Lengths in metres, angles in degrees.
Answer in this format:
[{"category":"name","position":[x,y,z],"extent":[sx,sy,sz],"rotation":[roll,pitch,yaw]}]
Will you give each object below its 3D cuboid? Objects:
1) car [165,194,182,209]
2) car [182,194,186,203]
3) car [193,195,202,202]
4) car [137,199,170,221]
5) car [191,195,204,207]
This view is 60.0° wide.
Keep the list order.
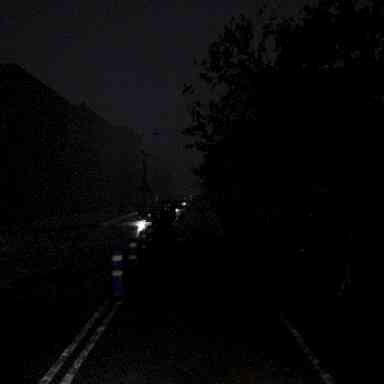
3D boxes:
[{"category":"car","position":[-2.771,1.367,43.760],"extent":[1.837,1.490,4.892],"rotation":[0,0,2]},{"category":"car","position":[-2.227,1.139,63.375],"extent":[2.097,1.767,4.553],"rotation":[0,0,1]},{"category":"car","position":[1.149,1.297,69.129],"extent":[1.895,1.301,4.718],"rotation":[0,1,1]},{"category":"car","position":[-3.123,1.510,26.522],"extent":[1.994,1.385,4.181],"rotation":[0,0,1]},{"category":"car","position":[0.792,1.381,49.103],"extent":[2.033,1.411,5.357],"rotation":[0,0,1]}]
